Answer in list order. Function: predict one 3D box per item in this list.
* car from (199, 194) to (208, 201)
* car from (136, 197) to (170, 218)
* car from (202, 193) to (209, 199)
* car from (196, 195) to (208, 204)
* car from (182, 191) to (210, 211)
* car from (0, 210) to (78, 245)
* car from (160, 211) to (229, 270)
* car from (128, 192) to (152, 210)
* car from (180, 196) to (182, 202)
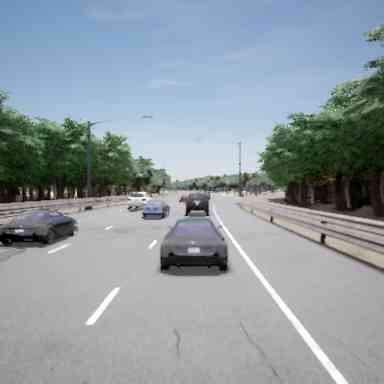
[{"bbox_3d":[2.577,1.123,71.272,1.837,1.490,4.892,0,0,4],"label":"car"},{"bbox_3d":[-3.032,1.428,28.655,2.033,1.411,5.357,0,0,2],"label":"car"},{"bbox_3d":[3.813,0.982,91.071,1.837,1.490,4.892,0,0,4],"label":"car"},{"bbox_3d":[1.725,1.291,57.353,1.994,1.385,4.181,0,0,3],"label":"car"},{"bbox_3d":[0.543,1.093,31.681,2.150,2.045,5.566,0,0,2],"label":"car"},{"bbox_3d":[-6.780,1.499,15.169,1.994,1.385,4.181,0,0,1],"label":"car"},{"bbox_3d":[0.078,1.526,10.927,1.994,1.385,4.181,0,0,1],"label":"car"},{"bbox_3d":[-6.115,1.045,39.881,2.150,2.045,5.566,0,0,3],"label":"car"},{"bbox_3d":[-1.231,1.190,65.226,1.812,1.442,4.674,0,0,4],"label":"car"}]
